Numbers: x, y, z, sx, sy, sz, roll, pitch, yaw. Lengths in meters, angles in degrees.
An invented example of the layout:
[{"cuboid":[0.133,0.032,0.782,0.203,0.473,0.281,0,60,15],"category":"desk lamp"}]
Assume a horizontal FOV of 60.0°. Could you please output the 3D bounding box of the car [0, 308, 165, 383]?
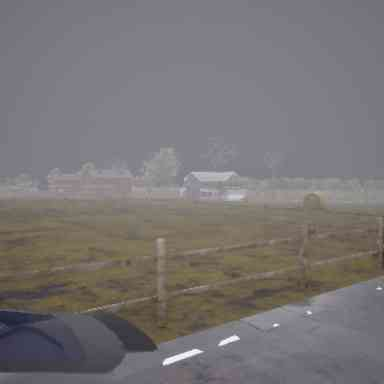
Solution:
[{"cuboid":[-2.356,1.494,1.390,4.902,1.511,2.128,0,0,-35],"category":"car"}]
